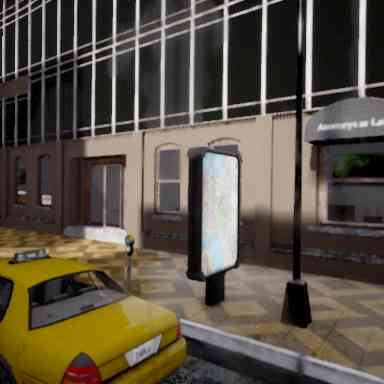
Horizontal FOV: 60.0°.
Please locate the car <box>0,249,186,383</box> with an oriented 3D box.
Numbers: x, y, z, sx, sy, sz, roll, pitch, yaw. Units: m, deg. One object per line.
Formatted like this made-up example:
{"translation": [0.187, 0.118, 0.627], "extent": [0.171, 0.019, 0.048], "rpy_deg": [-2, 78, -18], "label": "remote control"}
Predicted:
{"translation": [-2.347, 1.459, 4.534], "extent": [4.829, 1.417, 1.752], "rpy_deg": [1, 1, 35], "label": "car"}
